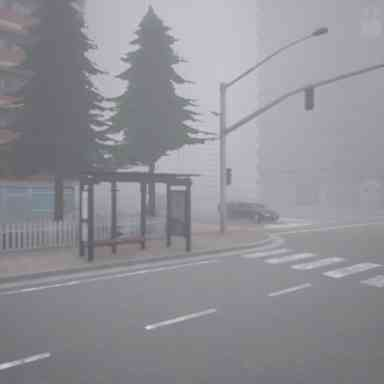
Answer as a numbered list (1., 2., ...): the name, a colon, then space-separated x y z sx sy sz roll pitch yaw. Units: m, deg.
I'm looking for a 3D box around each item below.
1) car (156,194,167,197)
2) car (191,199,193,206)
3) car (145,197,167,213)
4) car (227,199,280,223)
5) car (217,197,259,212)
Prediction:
1. car: -4.772 1.261 51.598 2.150 2.045 5.566 0 0 -36
2. car: -1.891 1.390 53.586 2.097 1.767 4.553 0 0 -36
3. car: -3.728 1.609 38.079 1.994 1.385 4.181 0 0 -35
4. car: 4.677 1.549 26.101 1.837 1.490 4.892 0 0 -34
5. car: 4.523 1.533 32.445 2.128 1.511 4.902 0 0 -35
